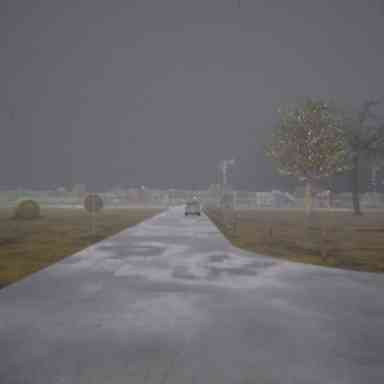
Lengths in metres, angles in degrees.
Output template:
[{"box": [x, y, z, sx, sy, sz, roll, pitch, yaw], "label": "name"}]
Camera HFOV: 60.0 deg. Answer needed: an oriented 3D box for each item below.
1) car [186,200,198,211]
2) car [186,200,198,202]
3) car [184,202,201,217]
[{"box": [-0.009, 2.430, 62.035, 2.150, 2.045, 5.566, 0, -1, 0], "label": "car"}, {"box": [-0.005, 2.187, 51.675, 2.150, 2.045, 5.566, 0, -1, 0], "label": "car"}, {"box": [0.092, 2.311, 41.623, 1.994, 1.385, 4.181, 0, -1, 0], "label": "car"}]
